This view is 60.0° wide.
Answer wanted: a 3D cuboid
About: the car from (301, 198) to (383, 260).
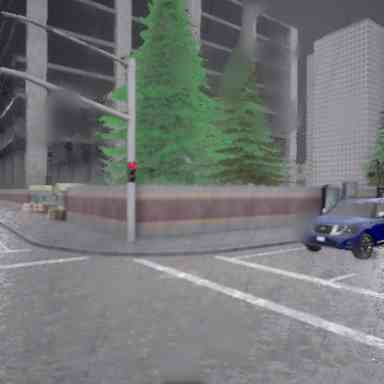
[{"bbox_3d":[6.685,1.270,13.064,5.566,2.045,2.150,0,0,-36],"label":"car"}]
